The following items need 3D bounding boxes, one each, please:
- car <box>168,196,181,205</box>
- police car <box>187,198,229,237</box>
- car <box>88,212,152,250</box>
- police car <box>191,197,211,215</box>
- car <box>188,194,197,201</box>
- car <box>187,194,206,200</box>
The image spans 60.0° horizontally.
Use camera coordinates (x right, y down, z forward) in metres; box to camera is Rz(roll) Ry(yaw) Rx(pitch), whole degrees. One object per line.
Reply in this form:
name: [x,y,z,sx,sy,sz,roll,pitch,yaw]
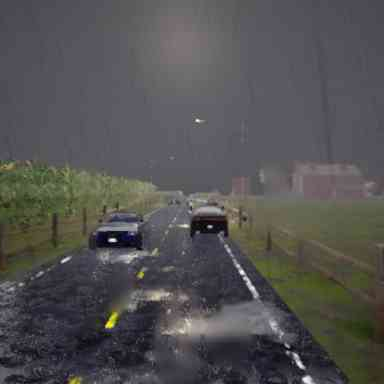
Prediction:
car: [-2.795,1.383,54.415,1.837,1.490,4.892,0,0,0]
police car: [0.831,1.377,17.863,1.930,1.638,5.238,0,0,0]
car: [-2.845,1.526,13.858,1.994,1.385,4.181,0,0,0]
police car: [0.837,1.337,33.863,1.930,1.638,5.238,0,0,0]
car: [0.028,1.191,72.542,1.882,1.535,5.008,0,0,0]
car: [0.835,1.278,27.723,2.097,1.767,4.553,0,0,0]
